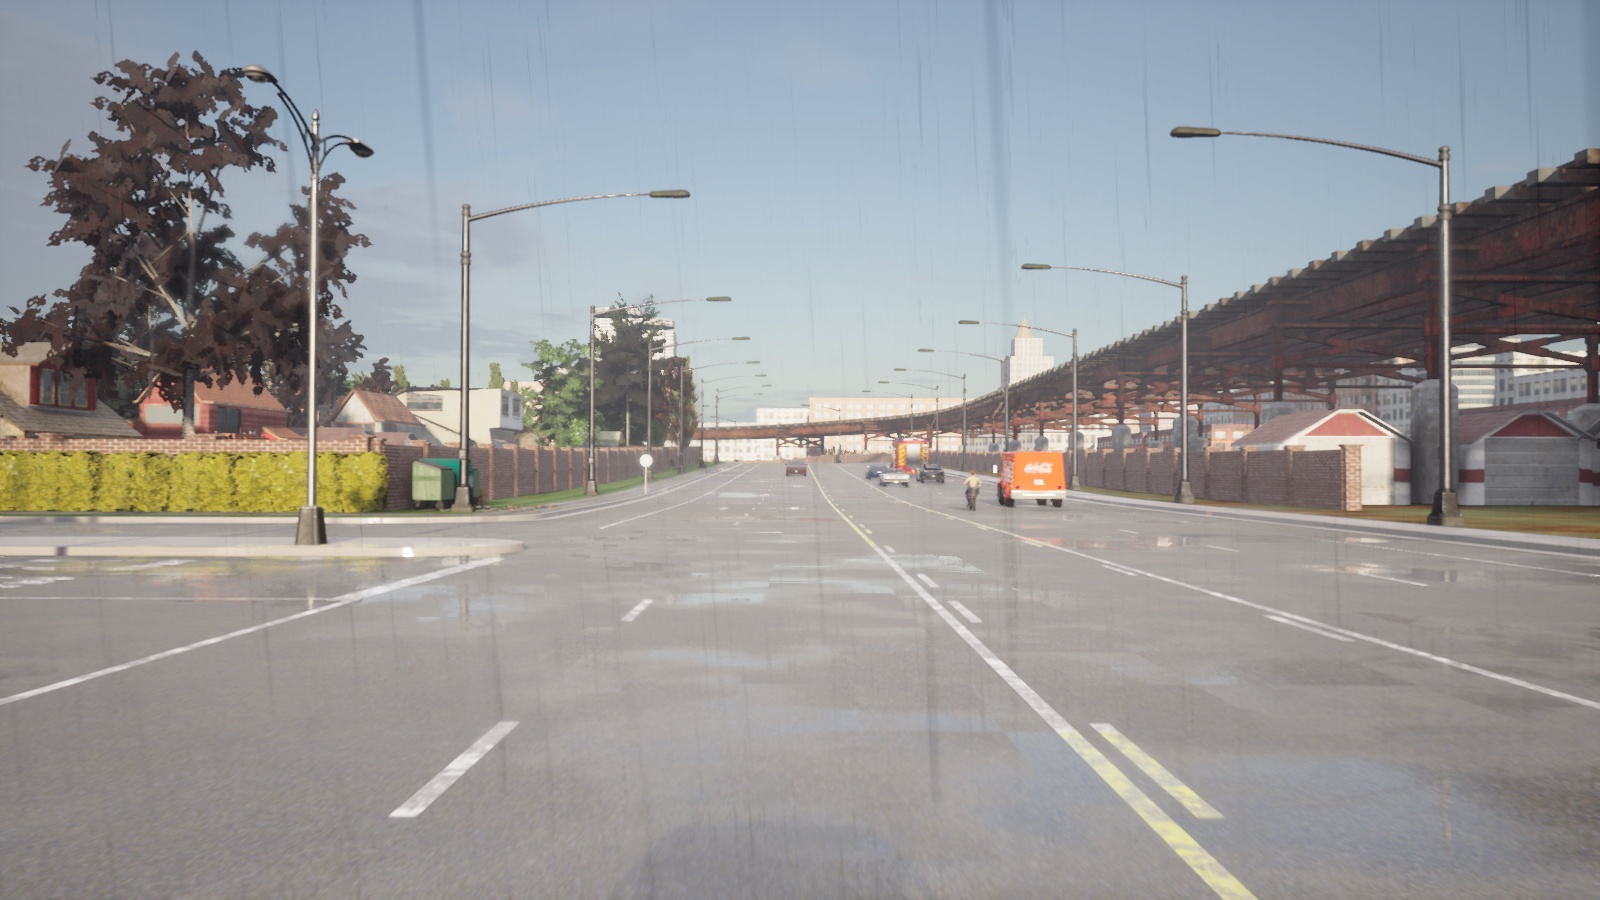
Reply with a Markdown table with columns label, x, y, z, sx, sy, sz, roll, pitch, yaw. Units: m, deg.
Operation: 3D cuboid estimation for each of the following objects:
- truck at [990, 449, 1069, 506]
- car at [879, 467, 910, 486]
| label | x | y | z | sx | sy | sz | roll | pitch | yaw |
| --- | --- | --- | --- | --- | --- | --- | --- | --- | --- |
| truck | 10.344 | 1.233 | 57.118 | 2.627 | 2.467 | 5.204 | 0 | -1 | 0 |
| car | 6.755 | 1.890 | 90.393 | 1.895 | 1.301 | 4.718 | 0 | 0 | 0 |
